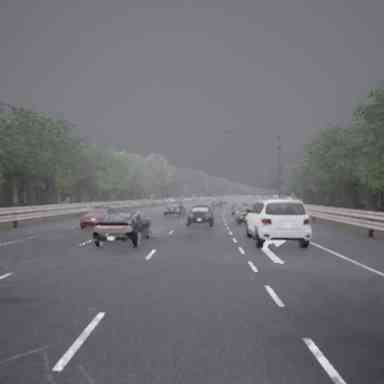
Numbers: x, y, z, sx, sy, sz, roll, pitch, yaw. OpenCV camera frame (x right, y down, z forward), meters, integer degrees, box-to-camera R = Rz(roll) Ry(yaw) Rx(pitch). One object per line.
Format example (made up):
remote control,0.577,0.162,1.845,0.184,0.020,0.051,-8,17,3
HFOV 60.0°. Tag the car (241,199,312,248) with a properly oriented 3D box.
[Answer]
car,3.825,1.346,15.569,2.150,2.045,5.566,0,0,2

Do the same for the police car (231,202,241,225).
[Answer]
police car,4.399,1.715,26.196,2.038,1.542,4.974,0,0,4

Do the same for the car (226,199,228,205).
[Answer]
car,7.146,2.225,75.014,1.895,1.301,4.718,0,-1,11

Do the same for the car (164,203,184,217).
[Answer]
car,-1.777,1.825,35.416,2.033,1.411,5.357,0,0,5

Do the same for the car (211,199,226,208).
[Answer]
car,4.284,1.962,57.347,2.128,1.511,4.902,0,0,9

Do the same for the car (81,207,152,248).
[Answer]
car,-3.048,1.606,15.336,2.128,1.511,4.902,0,0,2

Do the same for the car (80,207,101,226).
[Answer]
car,-6.171,1.738,23.158,1.994,1.385,4.181,0,0,3

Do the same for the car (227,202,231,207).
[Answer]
car,5.258,1.843,36.835,2.033,1.411,5.357,0,0,5

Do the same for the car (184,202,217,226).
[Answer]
car,0.698,1.720,24.851,1.812,1.442,4.674,0,0,5
